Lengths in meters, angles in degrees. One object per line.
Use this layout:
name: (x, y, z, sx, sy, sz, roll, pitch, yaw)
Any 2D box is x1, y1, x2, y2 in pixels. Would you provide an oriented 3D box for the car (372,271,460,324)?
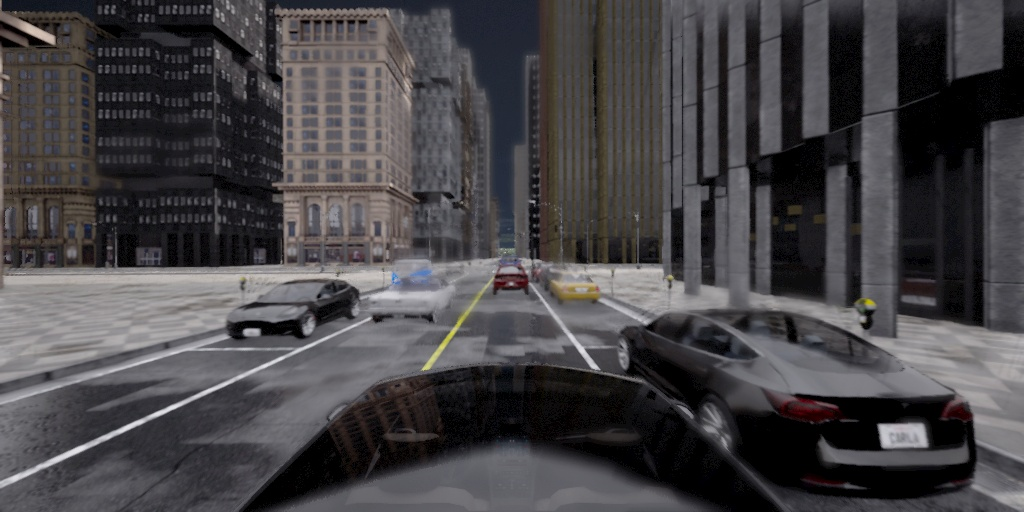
car: (-3.164, 1.360, 12.179, 1.895, 1.301, 4.718, 0, 0, 0)

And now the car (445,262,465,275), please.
car: (-6.019, 1.302, 38.392, 2.007, 1.370, 4.403, 0, 0, 0)

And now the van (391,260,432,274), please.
van: (-5.896, 1.106, 21.469, 1.690, 1.789, 3.998, 0, 0, 0)

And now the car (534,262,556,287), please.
car: (2.629, 1.280, 21.532, 2.007, 1.370, 4.403, 0, 0, 0)

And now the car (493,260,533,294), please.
car: (-0.042, 1.219, 20.321, 1.882, 1.535, 5.008, 0, 0, 0)

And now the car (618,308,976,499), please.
car: (2.752, 1.304, 4.610, 1.948, 1.339, 4.313, 0, 0, 0)

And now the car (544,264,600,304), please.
car: (2.669, 1.258, 16.061, 1.751, 1.417, 4.829, 0, 0, 0)

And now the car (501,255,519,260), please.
car: (-0.172, 0.950, 36.189, 2.150, 2.045, 5.566, 0, 0, 0)

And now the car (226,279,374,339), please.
car: (-5.814, 1.337, 10.188, 1.948, 1.339, 4.313, 0, 0, 0)
